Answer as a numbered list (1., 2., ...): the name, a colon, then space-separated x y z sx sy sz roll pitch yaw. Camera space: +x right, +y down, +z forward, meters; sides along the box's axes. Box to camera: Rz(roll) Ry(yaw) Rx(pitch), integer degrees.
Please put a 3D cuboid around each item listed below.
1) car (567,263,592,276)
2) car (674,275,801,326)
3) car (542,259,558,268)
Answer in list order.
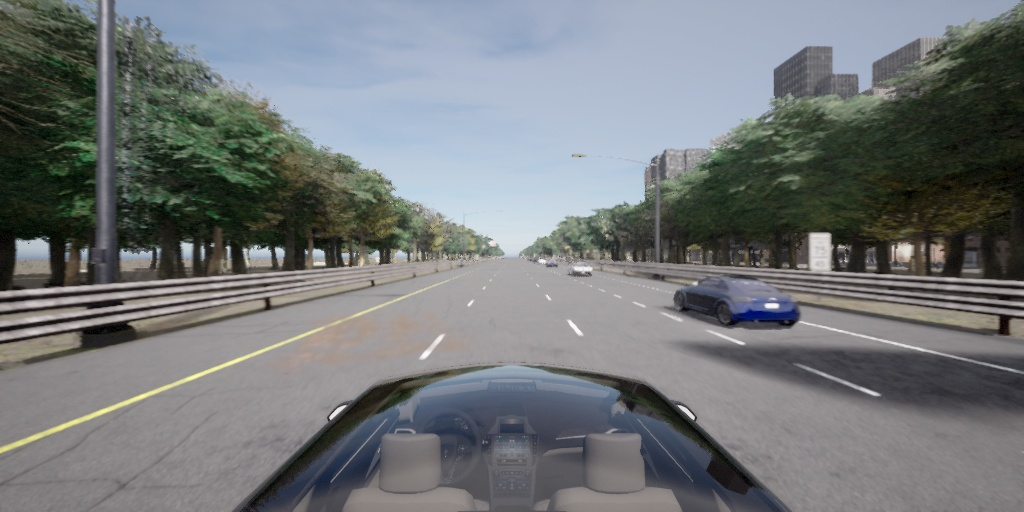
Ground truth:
1. car: 6.999 1.364 37.574 1.895 1.301 4.718 0 0 0
2. car: 7.001 1.317 11.666 1.994 1.385 4.181 0 0 0
3. car: 7.031 1.397 64.508 1.895 1.301 4.718 0 0 0
